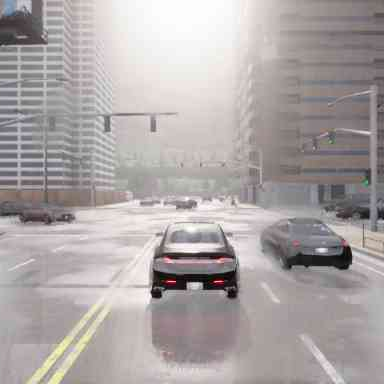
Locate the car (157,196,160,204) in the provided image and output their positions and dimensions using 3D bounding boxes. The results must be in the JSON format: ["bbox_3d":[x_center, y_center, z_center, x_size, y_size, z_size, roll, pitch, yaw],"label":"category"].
[{"bbox_3d":[-7.132,1.526,63.211,1.812,1.442,4.674,0,0,1],"label":"car"}]

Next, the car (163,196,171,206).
[{"bbox_3d":[-3.656,1.492,55.092,2.128,1.511,4.902,0,0,0],"label":"car"}]

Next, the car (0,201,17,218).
[{"bbox_3d":[-15.443,1.547,29.641,5.357,1.411,2.033,0,0,-3],"label":"car"}]

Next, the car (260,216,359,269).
[{"bbox_3d":[3.566,1.564,11.112,1.994,1.385,4.181,0,0,0],"label":"car"}]

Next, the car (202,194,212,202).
[{"bbox_3d":[3.406,1.355,76.835,2.097,1.767,4.553,0,0,0],"label":"car"}]

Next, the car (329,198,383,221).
[{"bbox_3d":[13.750,1.477,25.835,5.008,1.535,1.882,0,0,0],"label":"car"}]

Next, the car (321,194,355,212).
[{"bbox_3d":[17.152,1.221,36.516,5.566,2.045,2.150,0,0,0],"label":"car"}]

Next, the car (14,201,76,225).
[{"bbox_3d":[-10.365,1.564,23.891,4.181,1.385,1.994,0,0,29],"label":"car"}]

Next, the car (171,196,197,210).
[{"bbox_3d":[-0.631,1.491,42.065,2.128,1.511,4.902,0,0,14],"label":"car"}]

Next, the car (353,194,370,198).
[{"bbox_3d":[18.977,1.352,32.996,4.553,1.767,2.097,0,0,0],"label":"car"}]

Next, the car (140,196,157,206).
[{"bbox_3d":[-7.161,1.526,53.298,1.812,1.442,4.674,0,0,1],"label":"car"}]

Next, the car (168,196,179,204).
[{"bbox_3d":[-3.624,1.505,65.031,1.837,1.490,4.892,0,0,0],"label":"car"}]

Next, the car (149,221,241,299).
[{"bbox_3d":[0.055,1.492,8.462,2.128,1.511,4.902,0,0,0],"label":"car"}]
